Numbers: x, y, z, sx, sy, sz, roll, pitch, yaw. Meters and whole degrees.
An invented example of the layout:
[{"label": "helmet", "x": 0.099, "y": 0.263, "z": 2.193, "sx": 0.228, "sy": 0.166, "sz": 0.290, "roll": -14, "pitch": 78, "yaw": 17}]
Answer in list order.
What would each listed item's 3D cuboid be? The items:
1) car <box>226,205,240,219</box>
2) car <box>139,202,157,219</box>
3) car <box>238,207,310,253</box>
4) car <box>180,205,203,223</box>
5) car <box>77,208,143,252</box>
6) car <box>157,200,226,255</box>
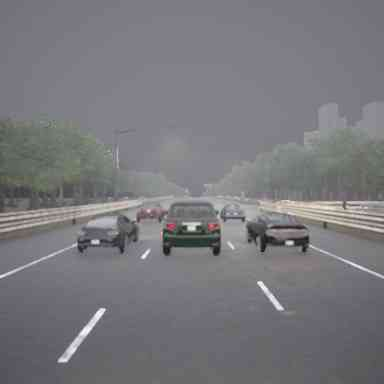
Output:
[{"label": "car", "x": 3.478, "y": 1.816, "z": 29.000, "sx": 2.033, "sy": 1.411, "sz": 5.357, "roll": 0, "pitch": 0, "yaw": 0}, {"label": "car", "x": -3.522, "y": 1.620, "z": 29.078, "sx": 2.097, "sy": 1.767, "sz": 4.553, "roll": 0, "pitch": -1, "yaw": 0}, {"label": "car", "x": 3.494, "y": 1.629, "z": 14.309, "sx": 2.128, "sy": 1.511, "sz": 4.902, "roll": 0, "pitch": 0, "yaw": 0}, {"label": "car", "x": -0.021, "y": 1.871, "z": 29.115, "sx": 1.895, "sy": 1.301, "sz": 4.718, "roll": 0, "pitch": 0, "yaw": 0}, {"label": "car", "x": -3.505, "y": 1.663, "z": 14.399, "sx": 1.812, "sy": 1.442, "sz": 4.674, "roll": 0, "pitch": 0, "yaw": 0}, {"label": "car", "x": -0.010, "y": 1.350, "z": 14.012, "sx": 2.150, "sy": 2.045, "sz": 5.566, "roll": 0, "pitch": 0, "yaw": 0}]
